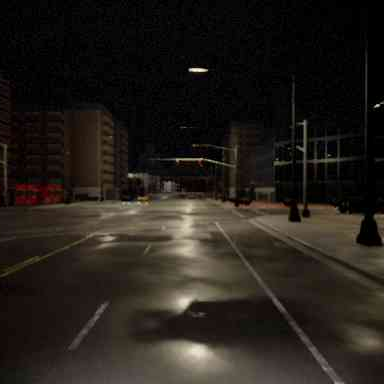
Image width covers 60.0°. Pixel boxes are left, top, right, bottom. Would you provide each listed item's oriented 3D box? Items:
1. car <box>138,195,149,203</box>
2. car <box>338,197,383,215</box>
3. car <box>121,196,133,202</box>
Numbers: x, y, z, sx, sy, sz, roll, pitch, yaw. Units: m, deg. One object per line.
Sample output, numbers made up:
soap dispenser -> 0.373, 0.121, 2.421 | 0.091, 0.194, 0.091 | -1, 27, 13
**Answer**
car -> -10.512, 1.474, 71.862 | 1.882, 1.535, 5.008 | 0, 0, 0
car -> 16.721, 1.243, 32.198 | 4.553, 1.767, 2.097 | 0, 0, 0
car -> -14.012, 1.549, 71.861 | 1.994, 1.385, 4.181 | 0, 0, 0
